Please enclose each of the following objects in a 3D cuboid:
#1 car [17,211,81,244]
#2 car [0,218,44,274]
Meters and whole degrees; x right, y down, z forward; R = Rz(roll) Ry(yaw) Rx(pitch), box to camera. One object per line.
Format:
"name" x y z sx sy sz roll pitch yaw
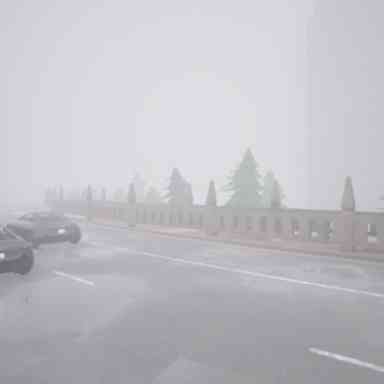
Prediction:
"car" -6.638 1.536 14.728 4.181 1.385 1.994 0 0 45
"car" -6.212 1.535 9.459 4.181 1.385 1.994 0 0 42
